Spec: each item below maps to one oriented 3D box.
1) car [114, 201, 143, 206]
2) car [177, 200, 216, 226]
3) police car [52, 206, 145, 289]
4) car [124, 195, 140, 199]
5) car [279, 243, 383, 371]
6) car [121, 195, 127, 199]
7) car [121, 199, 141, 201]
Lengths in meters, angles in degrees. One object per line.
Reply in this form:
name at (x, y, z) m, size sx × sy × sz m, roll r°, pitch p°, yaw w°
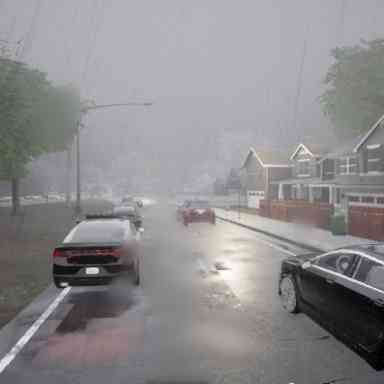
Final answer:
car at (-3.848, 1.476, 19.217) m, size 1.837 × 1.490 × 4.892 m, roll 0°, pitch 0°, yaw -9°
car at (0.178, 1.311, 23.031) m, size 2.097 × 1.767 × 4.553 m, roll 0°, pitch 0°, yaw -10°
police car at (-2.398, 1.417, 9.416) m, size 1.930 × 1.638 × 5.238 m, roll 0°, pitch 0°, yaw -8°
car at (-7.650, 1.488, 44.201) m, size 1.895 × 1.301 × 4.718 m, roll 0°, pitch 0°, yaw -13°
car at (2.839, 1.490, 4.765) m, size 2.128 × 1.511 × 4.902 m, roll 0°, pitch 0°, yaw -7°
car at (-11.932, 1.292, 61.123) m, size 1.882 × 1.535 × 5.008 m, roll 0°, pitch 0°, yaw -16°
car at (-4.855, 1.479, 25.145) m, size 1.812 × 1.442 × 4.674 m, roll 0°, pitch 0°, yaw -10°
